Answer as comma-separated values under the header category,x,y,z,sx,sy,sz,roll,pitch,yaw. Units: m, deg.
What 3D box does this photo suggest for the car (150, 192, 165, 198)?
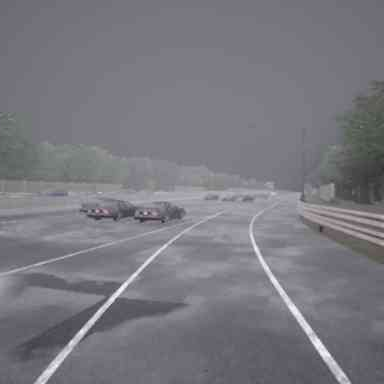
category,x,y,z,sx,sy,sz,roll,pitch,yaw
car,-8.364,0.642,81.569,1.895,1.301,4.718,1,1,18

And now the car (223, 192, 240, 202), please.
category,x,y,z,sx,sy,sz,roll,pitch,yaw
car,7.184,1.048,61.868,1.994,1.385,4.181,1,1,19

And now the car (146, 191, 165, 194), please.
category,x,y,z,sx,sy,sz,roll,pitch,yaw
car,-6.471,0.737,65.182,1.882,1.535,5.008,1,1,19

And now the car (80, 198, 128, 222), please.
category,x,y,z,sx,sy,sz,roll,pitch,yaw
car,-5.426,1.301,24.198,2.033,1.411,5.357,1,1,19

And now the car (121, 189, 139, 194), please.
category,x,y,z,sx,sy,sz,roll,pitch,yaw
car,-13.356,0.372,66.642,2.150,2.045,5.566,1,1,19

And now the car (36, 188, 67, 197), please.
category,x,y,z,sx,sy,sz,roll,pitch,yaw
car,-21.872,0.420,52.332,2.150,2.045,5.566,1,1,19

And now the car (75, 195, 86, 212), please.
category,x,y,z,sx,sy,sz,roll,pitch,yaw
car,-7.555,1.217,28.863,2.033,1.411,5.357,1,1,18

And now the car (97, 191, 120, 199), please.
category,x,y,z,sx,sy,sz,roll,pitch,yaw
car,-16.865,0.618,67.194,2.128,1.511,4.902,1,1,18

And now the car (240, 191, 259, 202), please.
category,x,y,z,sx,sy,sz,roll,pitch,yaw
car,10.505,1.048,60.762,1.837,1.490,4.892,1,1,19

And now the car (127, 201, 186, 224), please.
category,x,y,z,sx,sy,sz,roll,pitch,yaw
car,-2.108,1.360,23.088,2.033,1.411,5.357,1,1,18

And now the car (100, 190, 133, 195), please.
category,x,y,z,sx,sy,sz,roll,pitch,yaw
car,-11.522,0.856,50.253,2.128,1.511,4.902,1,1,19

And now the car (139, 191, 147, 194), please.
category,x,y,z,sx,sy,sz,roll,pitch,yaw
car,-11.839,0.464,82.207,1.882,1.535,5.008,1,1,18

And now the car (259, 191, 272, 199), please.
category,x,y,z,sx,sy,sz,roll,pitch,yaw
car,18.091,0.945,83.426,2.033,1.411,5.357,1,1,18

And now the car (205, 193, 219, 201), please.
category,x,y,z,sx,sy,sz,roll,pitch,yaw
car,3.868,0.917,62.986,2.128,1.511,4.902,1,1,18

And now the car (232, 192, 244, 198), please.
category,x,y,z,sx,sy,sz,roll,pitch,yaw
car,12.097,0.805,87.568,2.128,1.511,4.902,1,1,18

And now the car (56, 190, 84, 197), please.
category,x,y,z,sx,sy,sz,roll,pitch,yaw
car,-18.371,0.779,51.814,1.812,1.442,4.674,1,1,19
